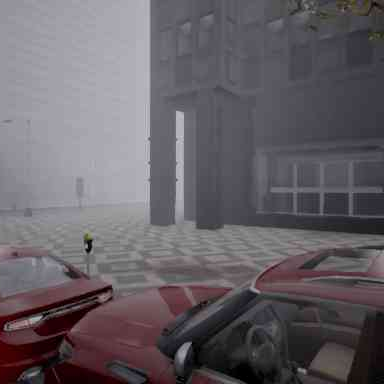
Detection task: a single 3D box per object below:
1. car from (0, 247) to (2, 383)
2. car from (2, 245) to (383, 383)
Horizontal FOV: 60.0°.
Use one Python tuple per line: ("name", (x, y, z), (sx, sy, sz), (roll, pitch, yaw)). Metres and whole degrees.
("car", (-3.142, 1.545, 5.202), (4.507, 1.381, 1.887), (0, 0, 36))
("car", (1.163, 1.315, 2.130), (5.009, 1.841, 2.192), (0, 0, 36))
